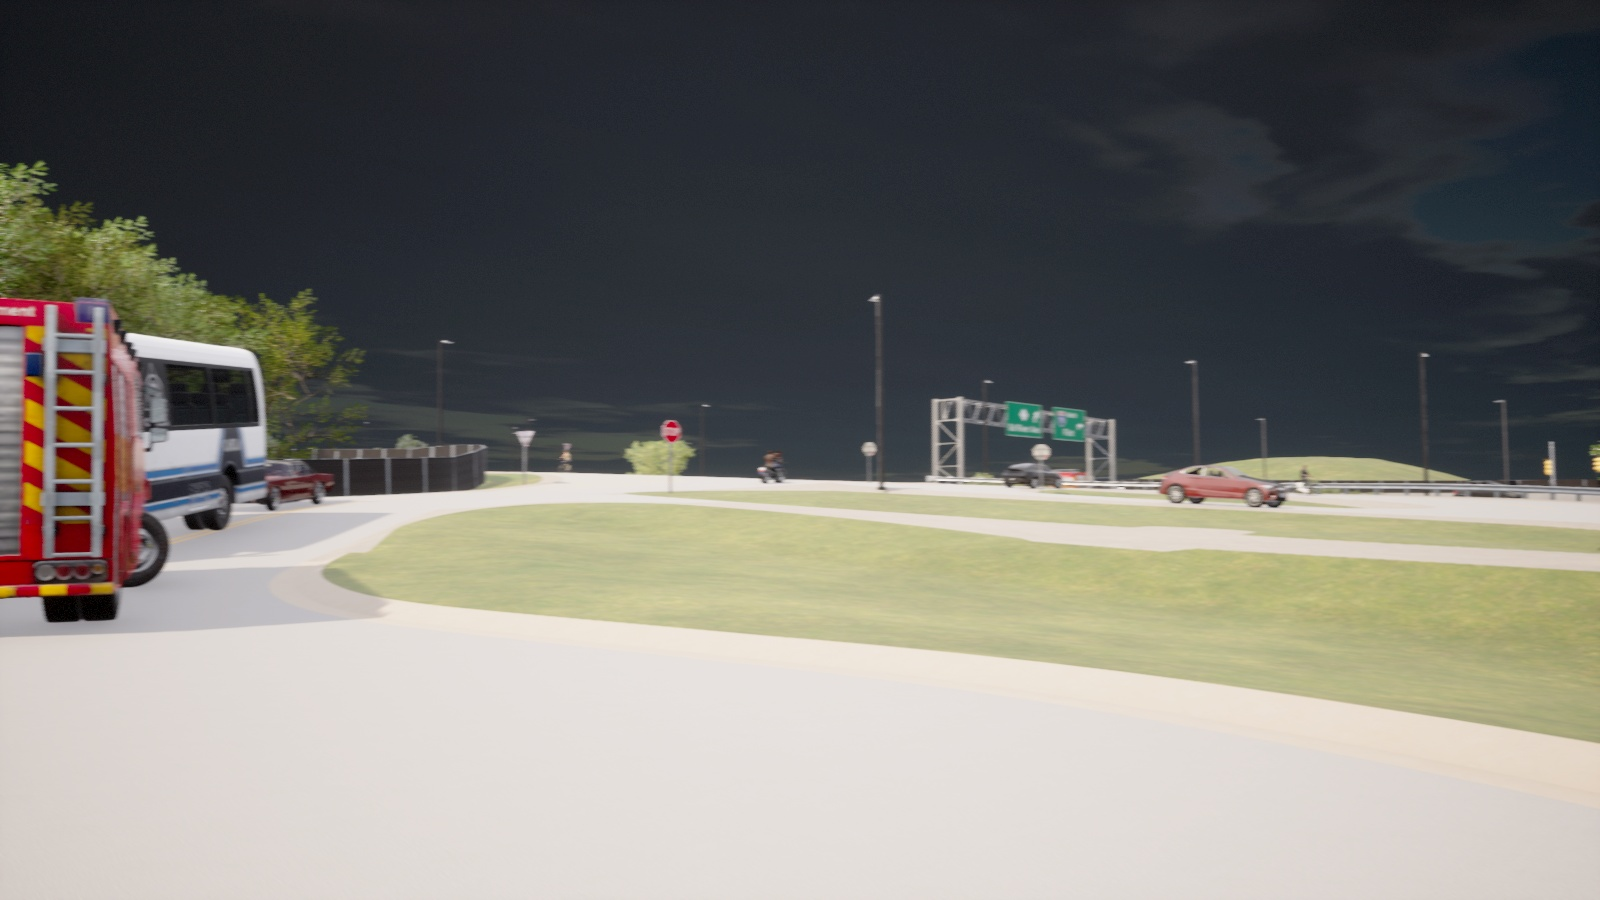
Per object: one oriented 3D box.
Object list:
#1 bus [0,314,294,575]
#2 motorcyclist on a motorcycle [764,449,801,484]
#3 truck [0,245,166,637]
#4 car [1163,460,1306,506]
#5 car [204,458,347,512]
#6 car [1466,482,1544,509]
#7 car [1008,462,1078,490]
[{"bbox_3d":[-13.854,-0.266,25.523,3.944,4.253,10.273,0,2,-6],"label":"bus"},{"bbox_3d":[-0.810,0.792,59.960,0.766,1.649,2.350,0,0,26],"label":"motorcyclist on a motorcycle"},{"bbox_3d":[-9.859,0.020,15.969,2.891,3.827,8.468,1,-2,-25],"label":"truck"},{"bbox_3d":[17.585,1.318,50.982,5.027,1.651,2.152,2,-1,43],"label":"car"},{"bbox_3d":[-14.615,0.931,35.340,1.895,1.301,4.718,0,1,2],"label":"car"},{"bbox_3d":[41.590,2.662,74.128,3.705,1.549,1.789,-2,-3,42],"label":"car"},{"bbox_3d":[14.463,1.547,74.479,1.837,1.490,4.892,2,-1,41],"label":"car"}]
